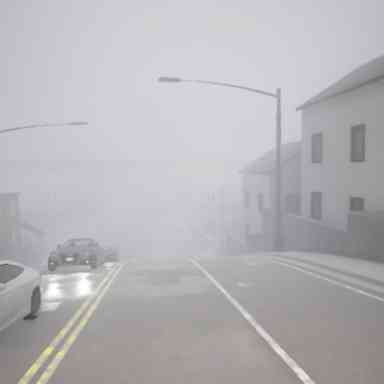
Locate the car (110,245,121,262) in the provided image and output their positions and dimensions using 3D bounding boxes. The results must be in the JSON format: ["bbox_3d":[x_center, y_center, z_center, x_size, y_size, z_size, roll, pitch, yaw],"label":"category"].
[{"bbox_3d":[-6.623,4.900,25.746,2.128,1.511,4.902,-2,-15,-8],"label":"car"}]

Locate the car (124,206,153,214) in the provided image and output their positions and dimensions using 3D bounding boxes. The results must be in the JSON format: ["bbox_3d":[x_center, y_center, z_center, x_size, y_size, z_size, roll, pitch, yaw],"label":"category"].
[{"bbox_3d":[-12.198,4.139,76.225,4.974,1.542,2.038,-5,6,-43],"label":"car"}]

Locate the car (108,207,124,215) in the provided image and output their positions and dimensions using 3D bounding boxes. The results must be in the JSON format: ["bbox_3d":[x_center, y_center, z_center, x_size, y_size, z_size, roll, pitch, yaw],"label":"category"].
[{"bbox_3d":[-16.770,4.247,75.656,4.974,1.542,2.038,2,5,36],"label":"car"}]

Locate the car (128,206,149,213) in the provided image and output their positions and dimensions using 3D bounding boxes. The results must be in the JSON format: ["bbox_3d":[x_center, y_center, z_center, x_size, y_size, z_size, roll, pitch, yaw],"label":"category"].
[{"bbox_3d":[-12.163,3.979,76.250,4.536,1.218,1.853,-5,6,-43],"label":"car"}]

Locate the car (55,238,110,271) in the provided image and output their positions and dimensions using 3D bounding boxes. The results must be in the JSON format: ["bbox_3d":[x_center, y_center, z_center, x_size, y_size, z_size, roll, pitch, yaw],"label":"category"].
[{"bbox_3d":[-5.353,2.909,15.873,1.994,1.385,4.181,-1,-8,-7],"label":"car"}]

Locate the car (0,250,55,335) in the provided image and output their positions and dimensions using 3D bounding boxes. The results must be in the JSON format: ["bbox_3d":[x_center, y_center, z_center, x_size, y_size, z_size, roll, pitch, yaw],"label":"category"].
[{"bbox_3d":[-4.192,2.006,6.021,1.812,1.442,4.674,-2,-4,-7],"label":"car"}]

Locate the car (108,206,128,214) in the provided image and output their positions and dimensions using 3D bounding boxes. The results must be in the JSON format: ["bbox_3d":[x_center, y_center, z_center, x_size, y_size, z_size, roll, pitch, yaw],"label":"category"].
[{"bbox_3d":[-16.814,4.089,75.676,4.536,1.218,1.853,2,5,36],"label":"car"}]

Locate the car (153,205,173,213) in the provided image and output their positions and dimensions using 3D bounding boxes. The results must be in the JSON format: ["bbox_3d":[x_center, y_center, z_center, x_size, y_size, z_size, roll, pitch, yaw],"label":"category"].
[{"bbox_3d":[-6.969,3.960,77.657,4.974,1.542,2.038,1,4,22],"label":"car"}]

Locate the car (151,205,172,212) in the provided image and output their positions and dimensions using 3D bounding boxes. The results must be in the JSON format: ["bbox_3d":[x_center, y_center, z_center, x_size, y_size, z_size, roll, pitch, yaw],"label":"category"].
[{"bbox_3d":[-7.020,3.802,77.665,4.536,1.218,1.853,1,4,22],"label":"car"}]
